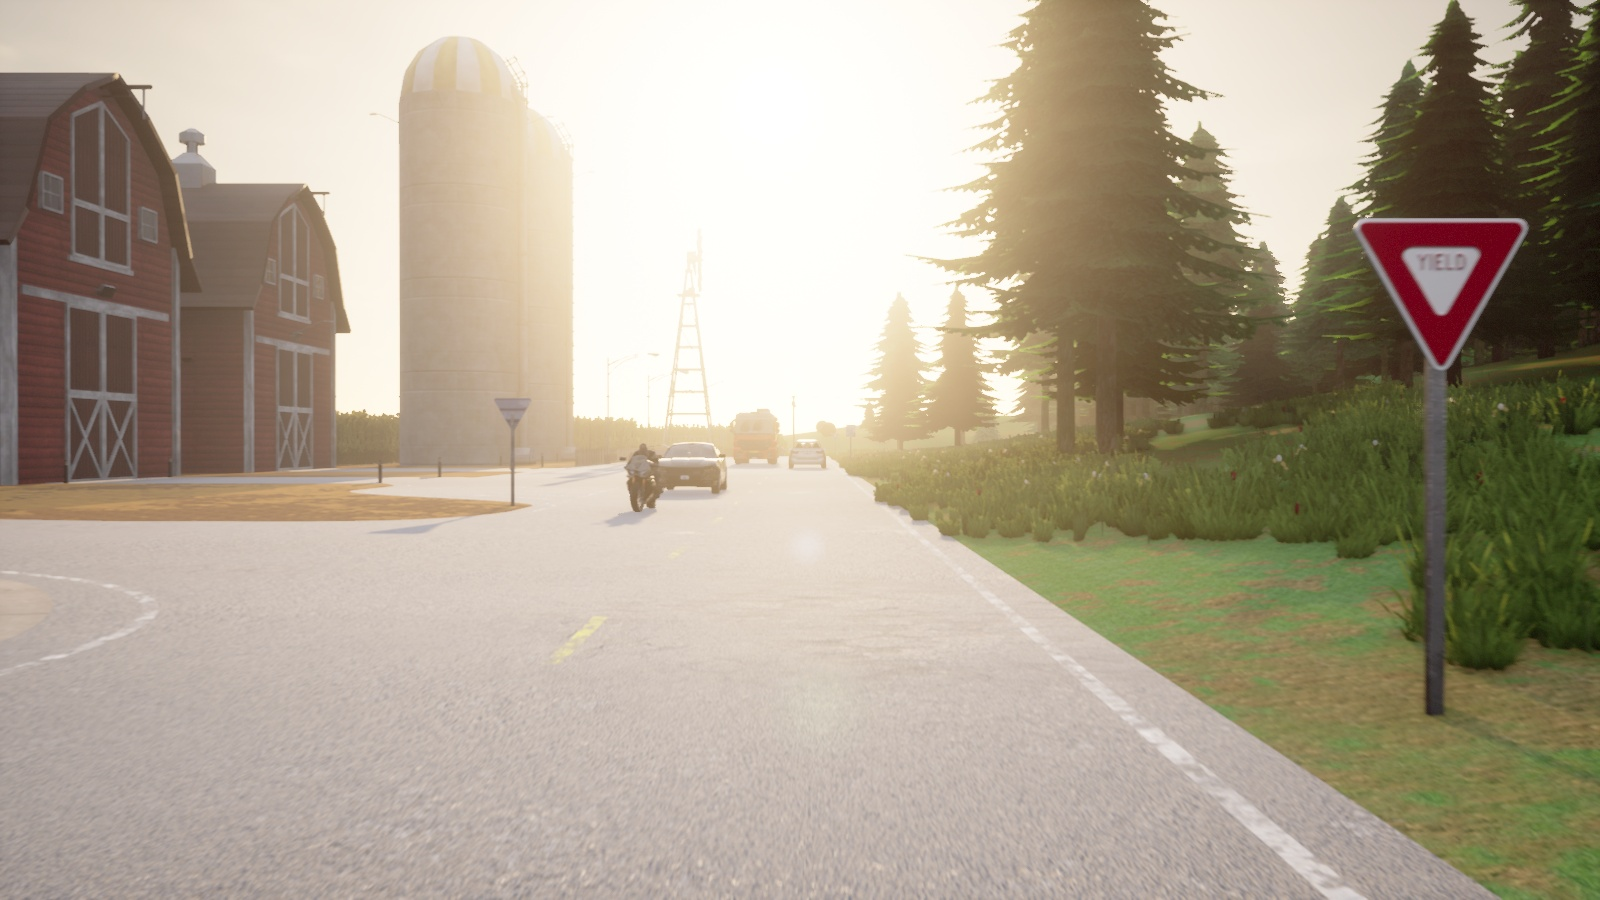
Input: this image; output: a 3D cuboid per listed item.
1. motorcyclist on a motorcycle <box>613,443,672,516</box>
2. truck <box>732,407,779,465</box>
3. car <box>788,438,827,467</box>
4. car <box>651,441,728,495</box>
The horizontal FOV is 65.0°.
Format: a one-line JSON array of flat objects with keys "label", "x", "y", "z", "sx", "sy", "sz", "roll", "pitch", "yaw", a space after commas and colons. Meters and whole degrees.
[{"label": "motorcyclist on a motorcycle", "x": -3.441, "y": 0.614, "z": 27.595, "sx": 0.866, "sy": 1.530, "sz": 2.191, "roll": 0, "pitch": 0, "yaw": 4}, {"label": "truck", "x": -2.992, "y": -0.938, "z": 86.684, "sx": 2.891, "sy": 3.827, "sz": 8.468, "roll": 0, "pitch": 0, "yaw": 0}, {"label": "car", "x": 0.436, "y": 0.149, "z": 74.052, "sx": 2.242, "sy": 1.667, "sz": 4.611, "roll": 0, "pitch": 0, "yaw": 0}, {"label": "car", "x": -3.269, "y": 0.494, "z": 38.113, "sx": 1.882, "sy": 1.535, "sz": 5.008, "roll": 0, "pitch": 0, "yaw": 0}]
